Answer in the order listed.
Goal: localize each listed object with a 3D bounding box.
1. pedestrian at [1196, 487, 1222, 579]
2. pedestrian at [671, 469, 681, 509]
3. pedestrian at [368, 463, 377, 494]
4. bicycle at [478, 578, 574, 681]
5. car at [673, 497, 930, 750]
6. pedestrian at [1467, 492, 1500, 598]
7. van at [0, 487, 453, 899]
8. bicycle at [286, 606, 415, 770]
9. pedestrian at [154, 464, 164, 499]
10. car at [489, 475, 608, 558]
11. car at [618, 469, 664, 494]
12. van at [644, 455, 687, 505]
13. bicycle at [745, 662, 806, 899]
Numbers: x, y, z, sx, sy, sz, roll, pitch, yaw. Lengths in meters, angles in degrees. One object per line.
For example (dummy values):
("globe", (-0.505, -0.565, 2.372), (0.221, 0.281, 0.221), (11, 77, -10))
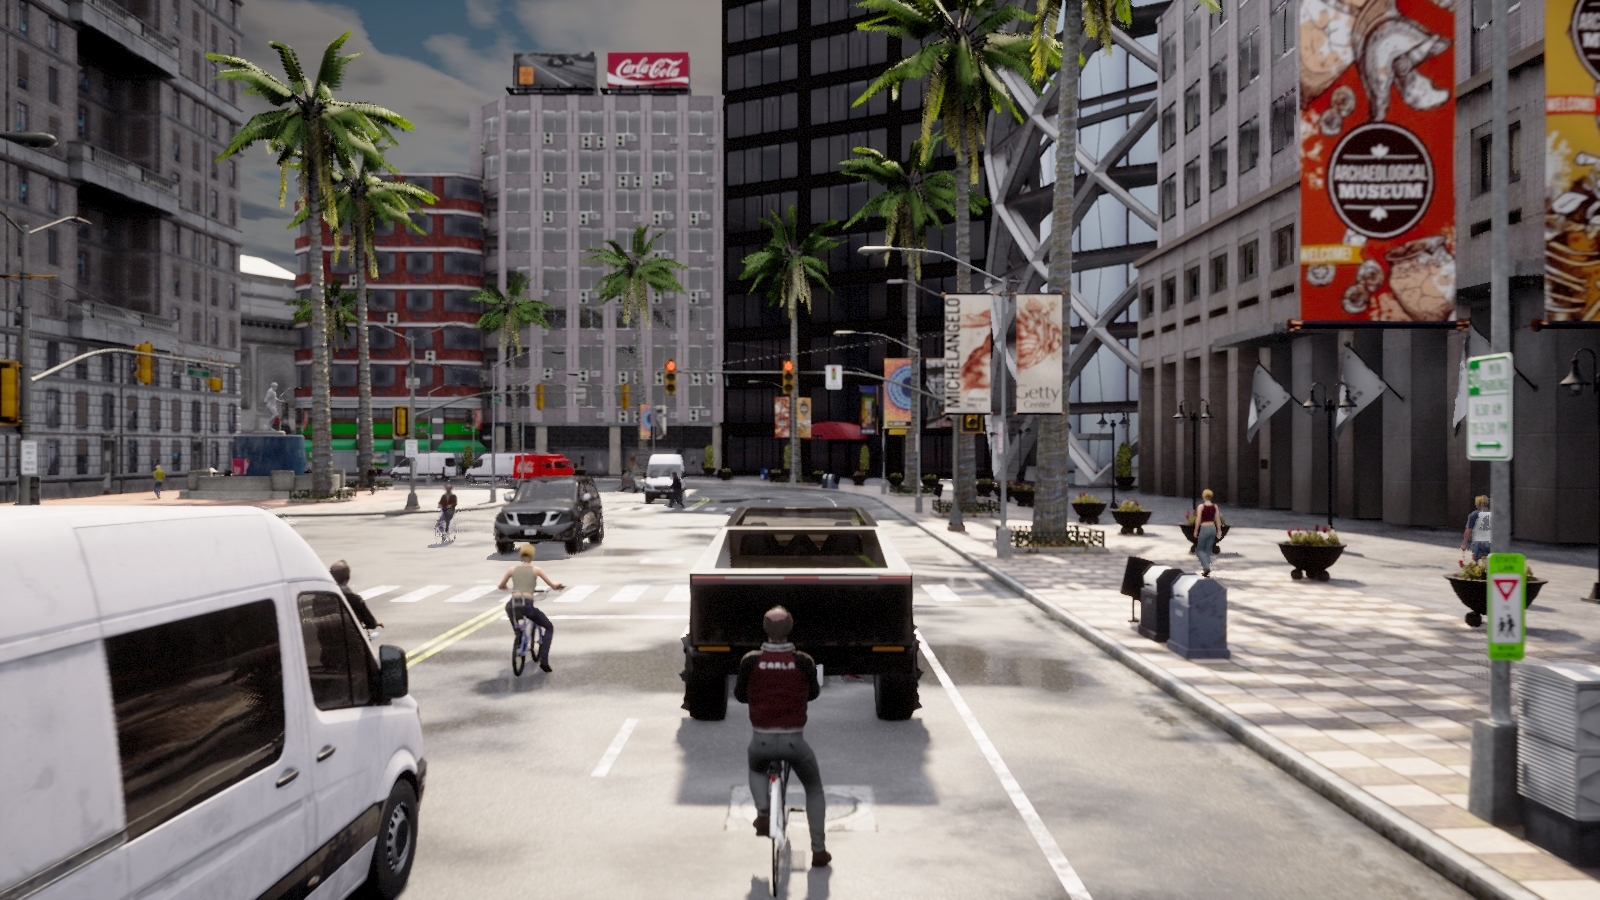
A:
("pedestrian", (8.370, 1.697, 23.388), (0.375, 1.860, 0.375), (0, 0, -4))
("pedestrian", (-5.861, 1.846, 53.926), (0.375, 1.860, 0.375), (0, 0, -27))
("pedestrian", (-25.315, 1.694, 67.708), (0.375, 1.860, 0.375), (0, 0, -41))
("bicycle", (-3.468, 2.255, 14.590), (0.859, 1.080, 1.487), (0, 0, 0))
("car", (0.016, 1.753, 13.793), (2.390, 2.098, 6.274), (0, 0, 0))
("pedestrian", (12.268, 1.700, 20.522), (0.375, 1.860, 0.375), (0, 0, 3))
("van", (-3.497, 1.532, 5.283), (1.988, 2.561, 5.915), (0, 0, 0))
("bicycle", (-4.239, 2.209, 10.905), (0.329, 1.171, 1.835), (0, 0, 6))
("pedestrian", (-34.486, 1.693, 61.438), (0.375, 1.860, 0.375), (0, 0, 40))
("car", (-6.972, 1.779, 32.329), (2.150, 2.045, 5.566), (0, 0, 0))
("car", (-10.543, 2.061, 75.597), (1.816, 1.474, 4.193), (0, 0, -26))
("van", (-7.234, 1.532, 61.802), (1.988, 2.561, 5.915), (0, 0, -4))
("bicycle", (-0.143, 2.210, 7.792), (0.329, 1.171, 1.835), (0, 0, 1))
